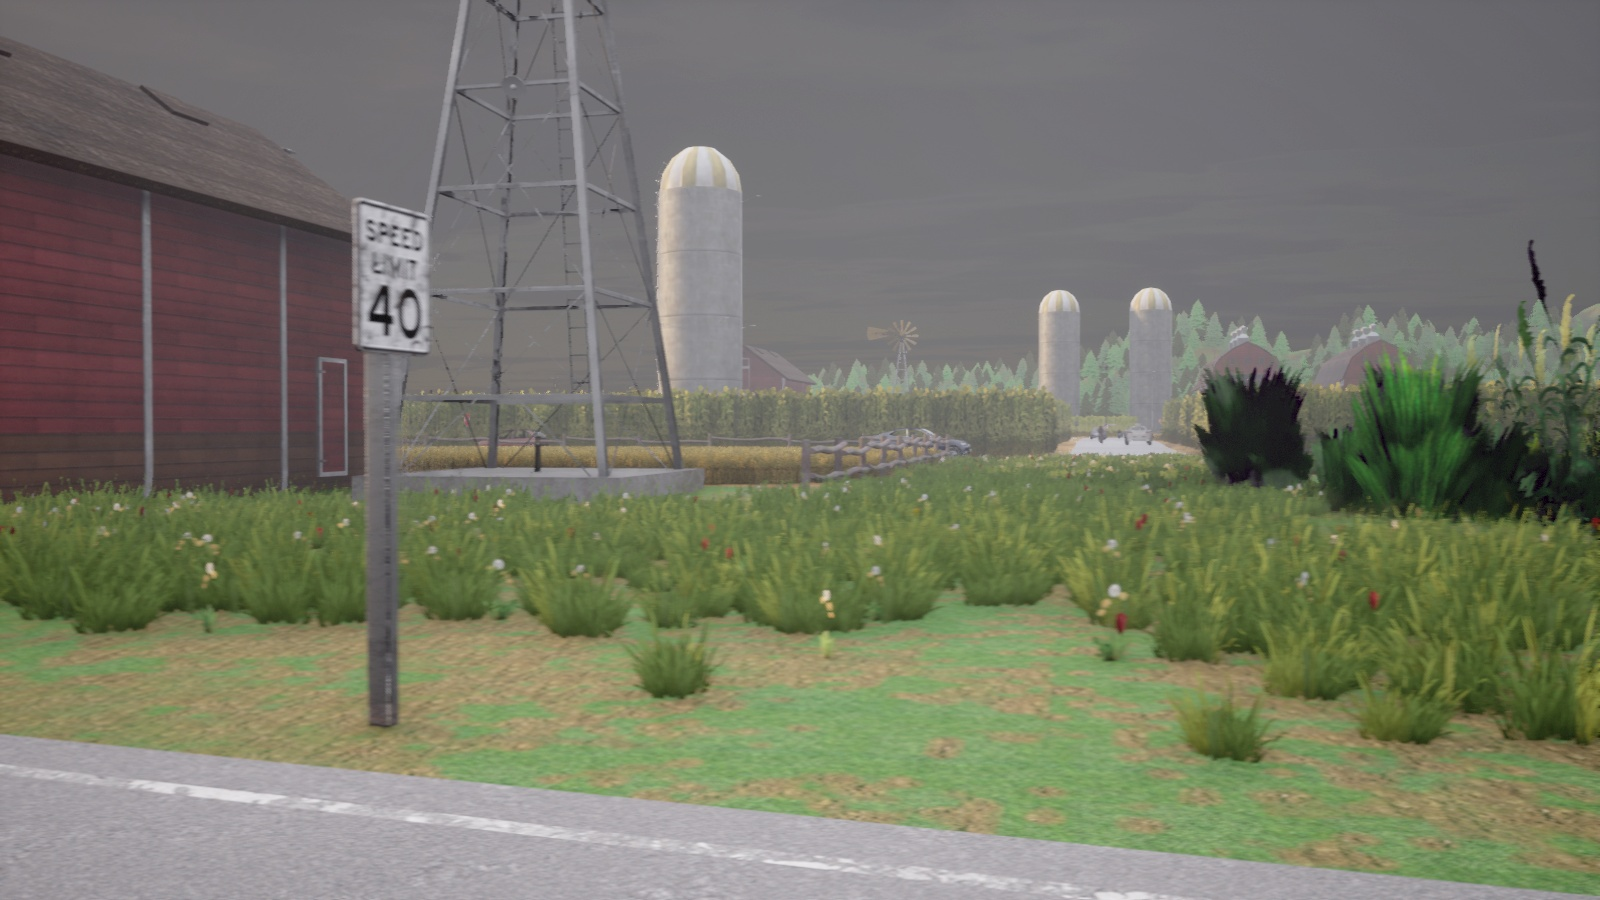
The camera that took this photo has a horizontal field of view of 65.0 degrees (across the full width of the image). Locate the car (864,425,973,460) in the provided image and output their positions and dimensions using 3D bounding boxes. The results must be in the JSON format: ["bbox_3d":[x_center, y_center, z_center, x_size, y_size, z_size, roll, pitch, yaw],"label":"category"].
[{"bbox_3d":[5.830,-0.385,61.576,5.027,1.651,2.152,0,1,13],"label":"car"}]

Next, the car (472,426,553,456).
[{"bbox_3d":[-15.966,-0.521,69.776,3.988,1.617,1.851,1,1,13],"label":"car"}]
